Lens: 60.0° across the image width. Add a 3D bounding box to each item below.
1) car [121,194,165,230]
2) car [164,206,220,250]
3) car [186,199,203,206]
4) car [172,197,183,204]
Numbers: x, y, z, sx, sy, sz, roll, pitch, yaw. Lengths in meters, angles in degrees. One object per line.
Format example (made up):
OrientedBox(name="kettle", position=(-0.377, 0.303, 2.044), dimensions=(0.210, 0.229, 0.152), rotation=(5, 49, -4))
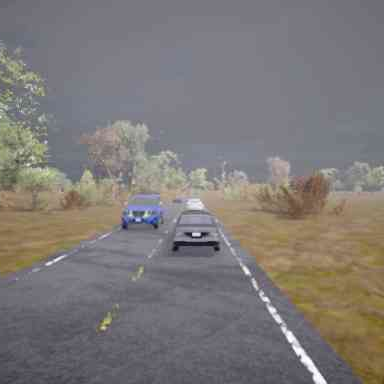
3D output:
OrientedBox(name="car", position=(-2.997, 1.191, 21.344), dimensions=(2.150, 2.045, 5.566), rotation=(0, 0, 0))
OrientedBox(name="car", position=(0.166, 1.529, 14.161), dimensions=(2.033, 1.411, 5.357), rotation=(0, 0, 0))
OrientedBox(name="car", position=(0.276, 1.478, 36.466), dimensions=(1.812, 1.442, 4.674), rotation=(0, 0, 0))
OrientedBox(name="car", position=(-2.716, 1.515, 62.407), dimensions=(1.895, 1.301, 4.718), rotation=(0, 0, 1))
